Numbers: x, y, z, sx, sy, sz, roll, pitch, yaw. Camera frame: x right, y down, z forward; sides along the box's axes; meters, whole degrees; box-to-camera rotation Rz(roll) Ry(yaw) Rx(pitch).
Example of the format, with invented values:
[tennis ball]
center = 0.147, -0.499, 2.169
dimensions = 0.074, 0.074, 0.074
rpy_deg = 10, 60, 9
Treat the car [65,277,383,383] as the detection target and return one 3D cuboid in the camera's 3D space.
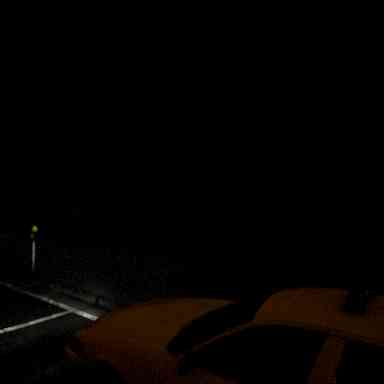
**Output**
[car]
center = 1.027, 1.464, 2.660
dimensions = 5.366, 1.575, 1.801
rpy_deg = 0, 0, 39
